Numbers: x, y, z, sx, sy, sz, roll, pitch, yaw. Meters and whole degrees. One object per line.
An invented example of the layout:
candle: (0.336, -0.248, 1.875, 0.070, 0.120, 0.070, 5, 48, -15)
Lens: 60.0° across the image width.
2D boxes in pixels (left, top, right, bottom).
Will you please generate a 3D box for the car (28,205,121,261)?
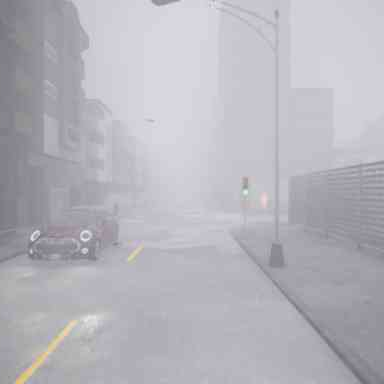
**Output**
car: (-4.067, 1.341, 12.195, 2.097, 1.767, 4.553, 0, 0, 0)
